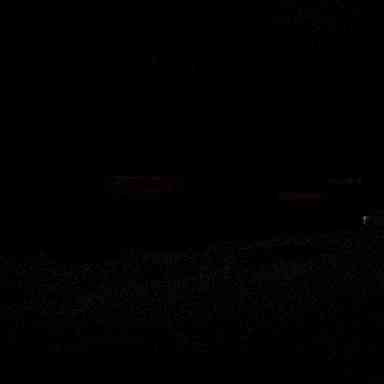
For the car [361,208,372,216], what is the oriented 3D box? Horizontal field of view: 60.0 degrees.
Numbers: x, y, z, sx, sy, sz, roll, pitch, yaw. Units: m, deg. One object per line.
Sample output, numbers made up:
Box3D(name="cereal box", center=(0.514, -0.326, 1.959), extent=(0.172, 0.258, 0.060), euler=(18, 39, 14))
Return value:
Box3D(name="car", center=(18.233, 2.104, 38.520), extent=(1.812, 1.442, 4.674), euler=(-1, -1, -36))
